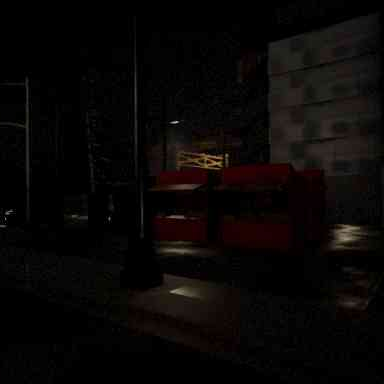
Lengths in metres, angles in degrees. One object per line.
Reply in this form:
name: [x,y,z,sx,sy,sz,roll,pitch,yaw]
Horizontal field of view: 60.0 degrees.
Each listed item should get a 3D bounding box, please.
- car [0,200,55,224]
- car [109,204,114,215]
car: [-12.861,1.490,26.262,2.097,1.767,4.553,-1,-1,36]
car: [-7.147,1.663,34.109,1.812,1.442,4.674,-1,-1,36]
